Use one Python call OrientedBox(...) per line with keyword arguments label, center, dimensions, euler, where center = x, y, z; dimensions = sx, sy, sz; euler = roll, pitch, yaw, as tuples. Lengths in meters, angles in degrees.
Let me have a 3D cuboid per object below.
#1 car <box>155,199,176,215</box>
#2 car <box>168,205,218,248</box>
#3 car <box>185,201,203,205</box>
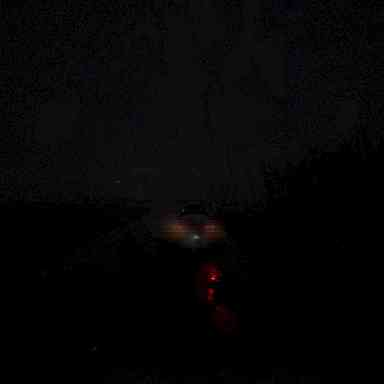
OrientedBox(label="car", center=(-2.683, 1.526, 34.616), dimensions=(1.837, 1.490, 4.892), euler=(0, -1, 1))
OrientedBox(label="car", center=(0.127, 1.527, 14.619), dimensions=(1.812, 1.442, 4.674), euler=(0, 0, 1))
OrientedBox(label="car", center=(0.180, 1.515, 28.598), dimensions=(1.837, 1.490, 4.892), euler=(0, 0, 1))
